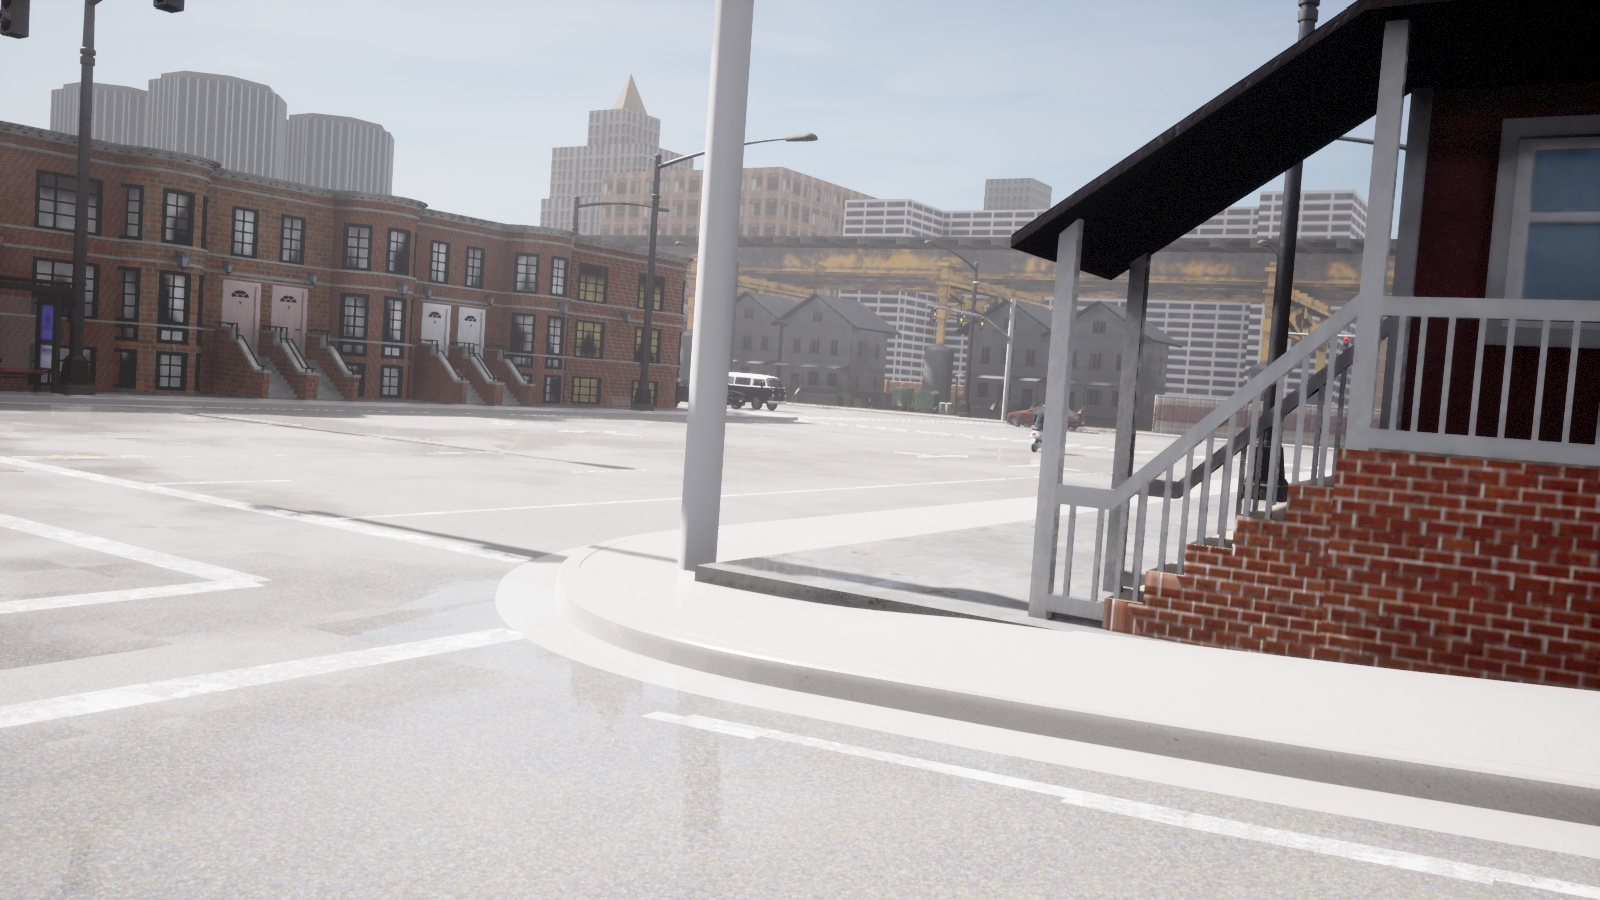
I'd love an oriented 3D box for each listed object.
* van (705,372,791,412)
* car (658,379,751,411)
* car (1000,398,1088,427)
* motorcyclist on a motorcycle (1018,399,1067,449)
[{"bbox_3d":[-3.013,-3.350,72.557,4.480,2.038,2.069,5,4,34],"label":"van"},{"bbox_3d":[-5.337,-3.072,69.899,5.008,1.535,1.882,5,4,34],"label":"car"},{"bbox_3d":[14.295,-2.196,73.613,4.674,1.442,1.812,5,4,34],"label":"car"},{"bbox_3d":[8.087,-0.857,41.773,0.866,1.590,1.817,5,4,34],"label":"motorcyclist on a motorcycle"}]
